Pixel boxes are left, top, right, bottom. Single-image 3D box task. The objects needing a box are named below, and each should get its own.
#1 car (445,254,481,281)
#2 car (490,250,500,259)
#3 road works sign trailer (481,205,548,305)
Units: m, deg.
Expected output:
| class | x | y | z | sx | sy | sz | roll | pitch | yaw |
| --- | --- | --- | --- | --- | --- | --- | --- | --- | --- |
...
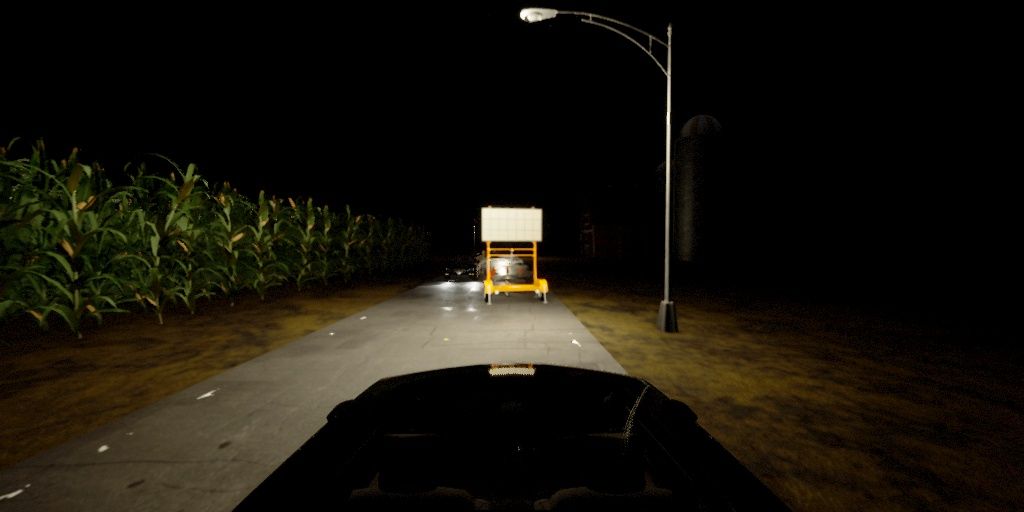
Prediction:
| class | x | y | z | sx | sy | sz | roll | pitch | yaw |
| --- | --- | --- | --- | --- | --- | --- | --- | --- | --- |
| car | -2.993 | 0.667 | 22.555 | 1.837 | 1.490 | 4.892 | 0 | 1 | 0 |
| car | -3.217 | -0.352 | 65.046 | 1.882 | 1.535 | 5.008 | 0 | 1 | 0 |
| road works sign trailer | -0.027 | -0.141 | 13.986 | 2.380 | 3.560 | 2.880 | 0 | 0 | -10 |
